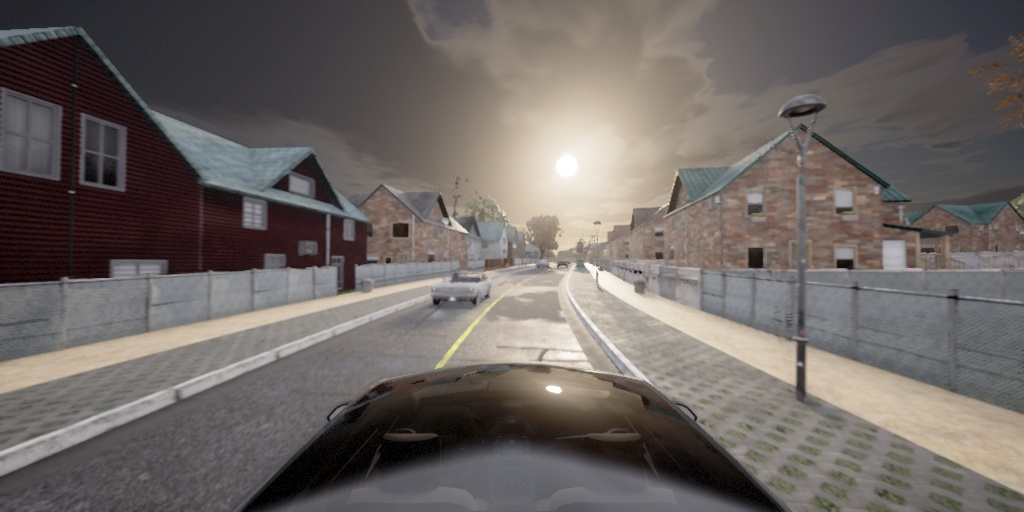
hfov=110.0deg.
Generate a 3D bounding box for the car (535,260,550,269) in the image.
[{"bbox_3d":[4.979,1.296,57.423,1.812,1.442,4.674,0,0,11],"label":"car"}]

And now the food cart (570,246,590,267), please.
[{"bbox_3d":[10.741,0.241,56.630,2.280,3.560,4.660,0,0,11],"label":"food cart"}]

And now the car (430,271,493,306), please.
[{"bbox_3d":[-2.080,1.342,15.859,1.895,1.301,4.718,0,0,5],"label":"car"}]

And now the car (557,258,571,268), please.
[{"bbox_3d":[9.063,1.301,64.315,1.837,1.490,4.892,0,0,11],"label":"car"}]
